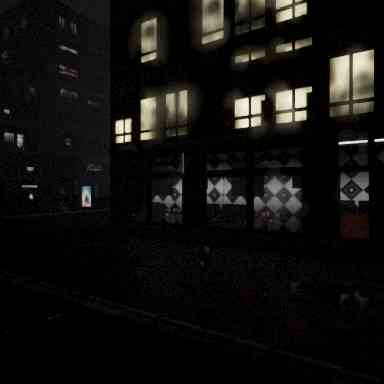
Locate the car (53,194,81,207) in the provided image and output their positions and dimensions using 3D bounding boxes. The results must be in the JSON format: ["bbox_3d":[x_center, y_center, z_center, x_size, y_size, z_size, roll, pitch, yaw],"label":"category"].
[{"bbox_3d":[-14.359,0.992,41.769,1.837,1.490,4.892,0,2,35],"label":"car"}]

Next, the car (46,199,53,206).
[{"bbox_3d":[-16.687,1.074,42.939,1.802,1.307,4.206,1,2,35],"label":"car"}]

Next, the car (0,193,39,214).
[{"bbox_3d":[-16.134,1.029,29.090,2.192,1.841,5.009,1,2,35],"label":"car"}]

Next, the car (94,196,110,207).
[{"bbox_3d":[-9.781,1.072,38.191,1.947,1.339,4.313,1,2,35],"label":"car"}]
